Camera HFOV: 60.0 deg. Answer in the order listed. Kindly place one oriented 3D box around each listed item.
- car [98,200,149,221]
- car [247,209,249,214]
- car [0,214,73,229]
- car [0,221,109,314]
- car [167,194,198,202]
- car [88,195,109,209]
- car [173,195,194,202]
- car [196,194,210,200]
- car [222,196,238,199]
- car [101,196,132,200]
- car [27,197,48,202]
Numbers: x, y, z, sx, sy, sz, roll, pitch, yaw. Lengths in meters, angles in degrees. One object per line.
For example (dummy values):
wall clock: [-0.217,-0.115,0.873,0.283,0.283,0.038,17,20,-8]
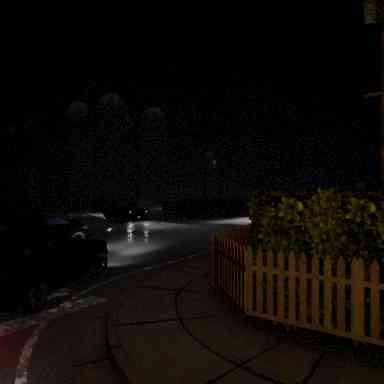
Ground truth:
car: [-5.491,1.601,27.124,1.895,1.301,4.718,0,0,-41]
car: [6.895,1.601,30.915,1.895,1.301,4.718,0,0,35]
car: [-6.127,1.564,12.795,1.994,1.385,4.181,0,0,41]
car: [-3.573,1.601,7.652,1.895,1.301,4.718,0,0,7]
car: [-1.719,1.477,48.814,1.882,1.535,5.008,0,0,35]
car: [-11.599,1.520,42.925,3.905,1.438,1.784,0,0,35]
car: [-2.036,1.480,80.620,4.611,1.667,2.242,0,0,35]
car: [0.967,1.310,61.565,4.605,1.855,1.932,0,0,35]
car: [6.835,1.492,60.743,2.128,1.511,4.902,0,0,44]
car: [-7.856,1.477,37.805,1.882,1.535,5.008,0,0,18]
car: [-22.884,1.505,49.217,4.193,1.474,1.816,0,0,35]
